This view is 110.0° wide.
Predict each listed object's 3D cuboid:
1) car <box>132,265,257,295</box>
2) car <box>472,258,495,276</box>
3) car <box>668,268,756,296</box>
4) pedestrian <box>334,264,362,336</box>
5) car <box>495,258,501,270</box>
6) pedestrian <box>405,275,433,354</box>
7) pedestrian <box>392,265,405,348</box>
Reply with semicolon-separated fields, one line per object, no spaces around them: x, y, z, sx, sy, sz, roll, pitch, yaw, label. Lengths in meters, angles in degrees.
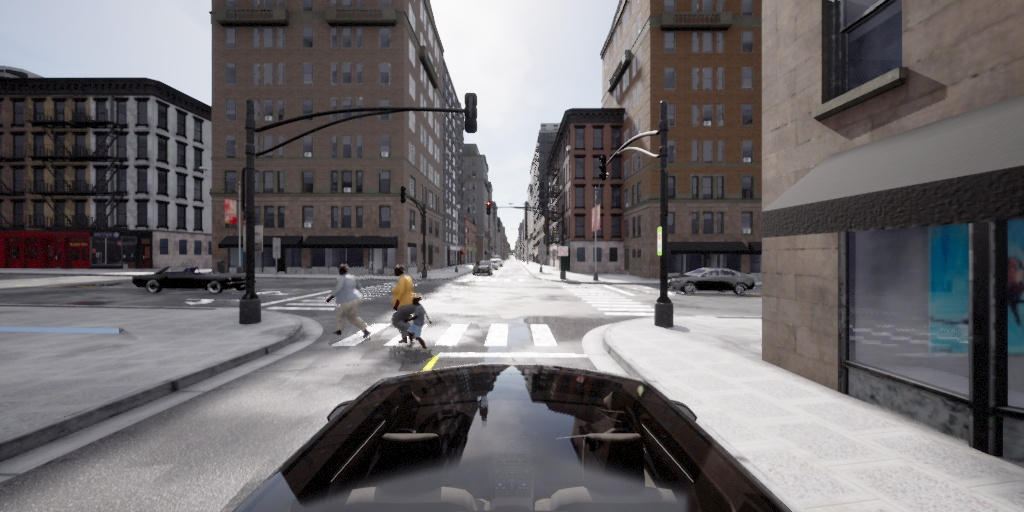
-15.394;1.128;17.590;4.718;1.301;1.895;1;0;0;car
-3.068;1.241;37.919;1.837;1.490;4.892;0;0;0;car
11.431;1.446;20.937;4.902;1.511;2.128;1;0;0;car
-3.942;1.040;8.640;0.375;1.860;0.375;0;0;0;pedestrian
-3.022;1.329;50.759;1.895;1.301;4.718;0;0;1;car
-1.920;1.043;7.386;0.375;1.860;0.375;0;0;0;pedestrian
-2.402;1.040;8.038;0.375;1.860;0.375;0;0;0;pedestrian
